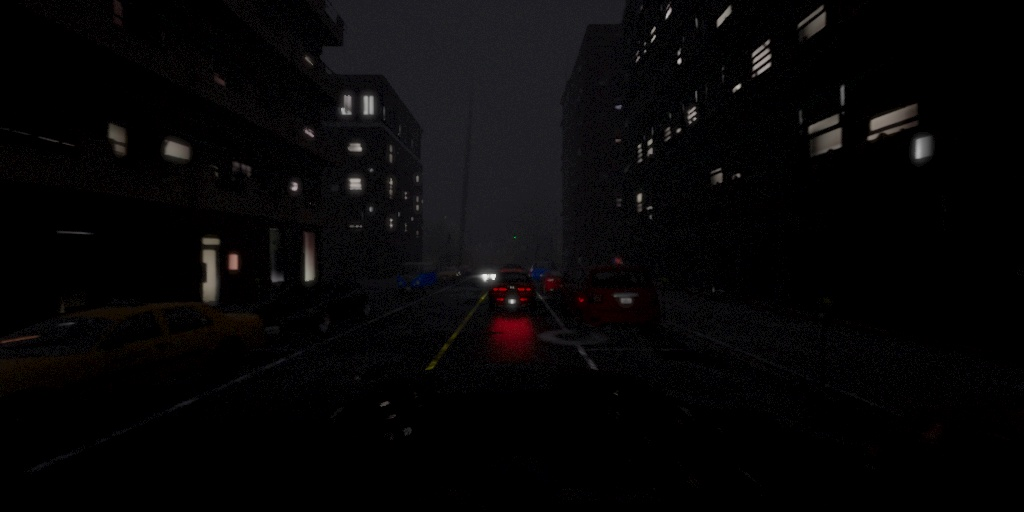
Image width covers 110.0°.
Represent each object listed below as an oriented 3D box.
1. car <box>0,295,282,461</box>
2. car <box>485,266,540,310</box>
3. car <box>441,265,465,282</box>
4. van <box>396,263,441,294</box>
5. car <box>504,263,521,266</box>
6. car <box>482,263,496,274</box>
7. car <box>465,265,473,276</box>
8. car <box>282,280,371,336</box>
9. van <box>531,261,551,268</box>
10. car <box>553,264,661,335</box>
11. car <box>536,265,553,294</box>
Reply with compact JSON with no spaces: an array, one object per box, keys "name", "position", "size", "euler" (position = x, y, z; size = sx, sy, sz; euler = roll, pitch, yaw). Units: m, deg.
[{"name":"car","position":[-5.690,1.309,5.018],"size":[1.751,1.417,4.829],"euler":[0,0,0]},{"name":"car","position":[0.022,1.386,15.333],"size":[1.837,1.490,4.892],"euler":[0,0,0]},{"name":"car","position":[-5.683,1.567,32.638],"size":[1.751,1.417,4.829],"euler":[0,0,0]},{"name":"van","position":[-5.686,1.280,21.760],"size":[1.690,1.789,3.998],"euler":[0,0,0]},{"name":"car","position":[0.026,1.369,30.236],"size":[2.097,1.767,4.553],"euler":[0,-1,0]},{"name":"car","position":[-3.006,1.687,49.390],"size":[2.128,1.511,4.902],"euler":[0,-1,0]},{"name":"car","position":[-5.778,1.726,43.850],"size":[1.802,1.307,4.207],"euler":[0,0,0]},{"name":"car","position":[-5.688,1.401,10.712],"size":[1.948,1.339,4.313],"euler":[0,0,0]},{"name":"van","position":[2.697,1.383,32.855],"size":[1.690,1.789,3.998],"euler":[0,0,0]},{"name":"car","position":[2.692,1.151,10.758],"size":[2.192,1.841,5.009],"euler":[0,0,0]},{"name":"car","position":[2.695,1.485,21.806],"size":[1.888,1.381,4.507],"euler":[0,0,0]}]
